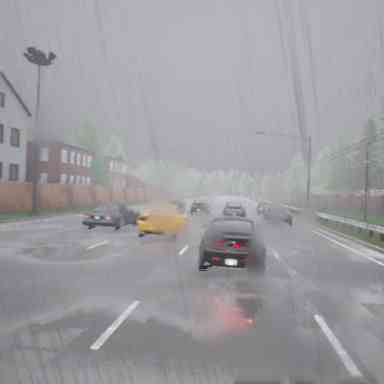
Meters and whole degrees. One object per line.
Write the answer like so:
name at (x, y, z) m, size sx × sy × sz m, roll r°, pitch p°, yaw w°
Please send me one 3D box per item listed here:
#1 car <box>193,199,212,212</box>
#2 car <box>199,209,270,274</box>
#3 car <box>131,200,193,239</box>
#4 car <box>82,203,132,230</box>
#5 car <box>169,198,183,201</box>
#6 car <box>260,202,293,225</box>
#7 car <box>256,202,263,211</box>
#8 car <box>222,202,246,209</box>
car at (0.992, 1.549, 35.463) m, size 1.837 × 1.490 × 4.892 m, roll 2°, pitch 0°, yaw 7°
car at (1.325, 1.555, 10.901) m, size 1.837 × 1.490 × 4.892 m, roll 2°, pitch 0°, yaw 7°
car at (-1.360, 1.432, 17.373) m, size 1.882 × 1.535 × 5.008 m, roll 2°, pitch 0°, yaw 7°
car at (-4.589, 1.385, 19.694) m, size 2.033 × 1.411 × 5.357 m, roll 2°, pitch 0°, yaw 7°
car at (-1.932, 1.446, 40.105) m, size 1.837 × 1.490 × 4.892 m, roll 2°, pitch 1°, yaw 7°
car at (6.864, 1.820, 26.734) m, size 1.994 × 1.385 × 4.181 m, roll 2°, pitch 0°, yaw 8°
car at (8.252, 1.856, 37.564) m, size 2.033 × 1.411 × 5.357 m, roll 2°, pitch 0°, yaw 8°
car at (3.687, 1.632, 29.070) m, size 2.128 × 1.511 × 4.902 m, roll 2°, pitch 0°, yaw 7°
